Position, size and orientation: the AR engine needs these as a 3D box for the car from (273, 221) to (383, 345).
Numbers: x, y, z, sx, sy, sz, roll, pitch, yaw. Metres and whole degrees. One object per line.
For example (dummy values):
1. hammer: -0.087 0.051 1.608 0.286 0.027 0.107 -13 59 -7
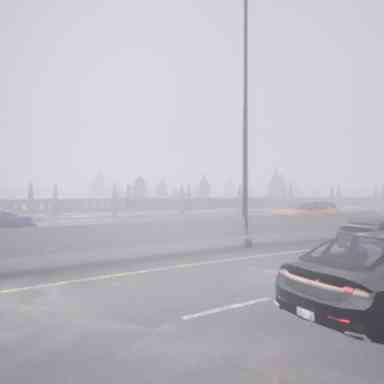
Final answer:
1. car: 3.648 1.473 5.864 4.902 1.511 2.128 0 0 -31

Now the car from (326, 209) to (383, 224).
1. car: 7.305 1.469 11.870 4.892 1.490 1.837 0 0 -27

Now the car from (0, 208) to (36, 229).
1. car: -9.457 1.396 14.266 5.008 1.535 1.882 0 0 -34

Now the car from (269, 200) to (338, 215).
1. car: 6.653 1.282 19.542 4.553 1.767 2.097 0 0 -25
